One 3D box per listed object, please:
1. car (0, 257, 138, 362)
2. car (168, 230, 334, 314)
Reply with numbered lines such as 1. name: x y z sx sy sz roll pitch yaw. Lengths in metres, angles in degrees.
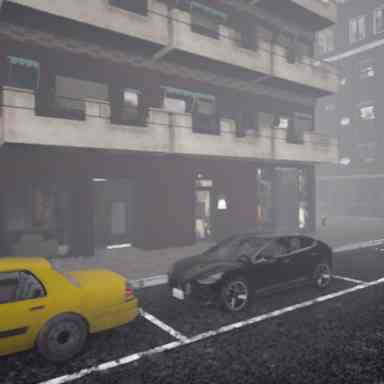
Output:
1. car: -3.124 1.526 4.349 4.829 1.417 1.752 0 -1 -35
2. car: 1.511 1.588 7.654 4.313 1.339 1.947 0 -1 -35
